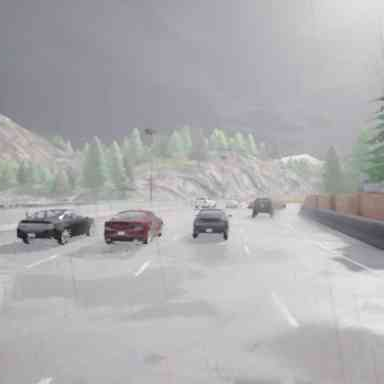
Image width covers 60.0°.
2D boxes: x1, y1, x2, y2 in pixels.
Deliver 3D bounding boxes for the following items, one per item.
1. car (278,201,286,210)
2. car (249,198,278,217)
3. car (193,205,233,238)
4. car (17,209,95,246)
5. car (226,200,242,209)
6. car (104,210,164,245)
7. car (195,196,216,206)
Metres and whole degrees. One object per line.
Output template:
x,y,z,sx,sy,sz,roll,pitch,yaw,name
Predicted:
14.640,2.255,56.157,1.994,1.385,4.181,0,-1,23,car
8.017,1.657,36.957,2.150,2.045,5.566,0,-1,16,car
1.200,1.694,18.942,1.837,1.490,4.892,0,-1,8,car
-6.238,1.566,15.890,2.128,1.511,4.902,0,0,6,car
7.134,2.133,56.647,1.812,1.442,4.674,0,-1,22,car
-2.675,1.597,16.278,1.882,1.535,5.008,0,-1,6,car
2.250,1.751,54.376,2.150,2.045,5.566,0,-1,21,car
